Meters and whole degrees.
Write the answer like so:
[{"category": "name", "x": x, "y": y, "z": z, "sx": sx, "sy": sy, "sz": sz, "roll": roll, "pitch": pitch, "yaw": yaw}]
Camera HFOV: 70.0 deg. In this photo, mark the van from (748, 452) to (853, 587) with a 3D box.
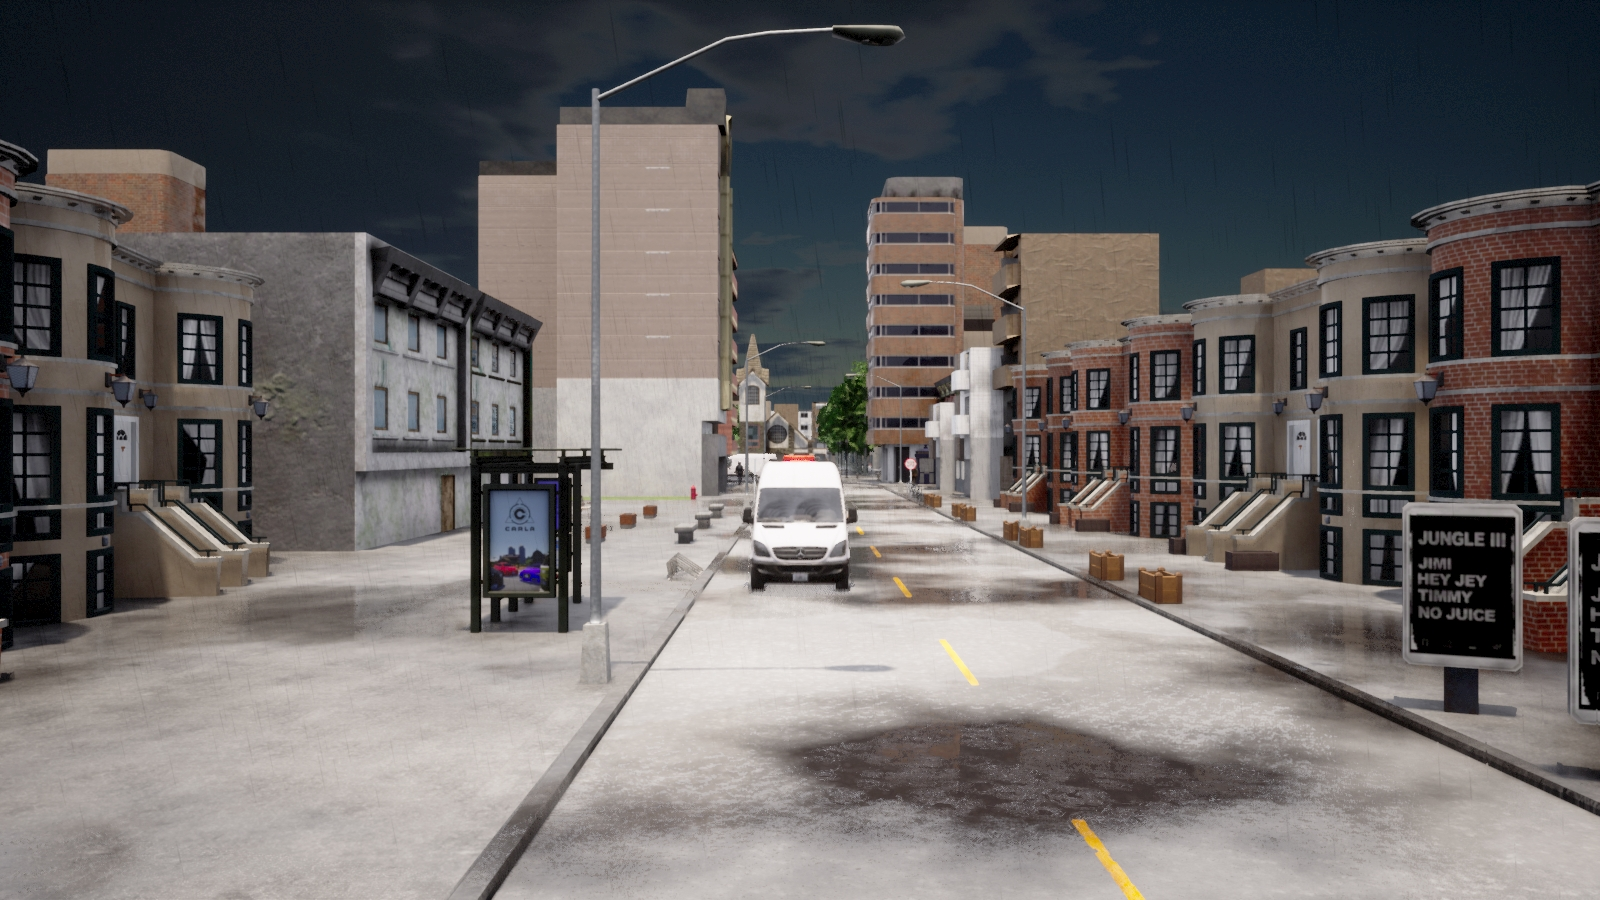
[{"category": "van", "x": 0.008, "y": 1.324, "z": 24.622, "sx": 1.988, "sy": 2.561, "sz": 5.915, "roll": 0, "pitch": 0, "yaw": 0}]
